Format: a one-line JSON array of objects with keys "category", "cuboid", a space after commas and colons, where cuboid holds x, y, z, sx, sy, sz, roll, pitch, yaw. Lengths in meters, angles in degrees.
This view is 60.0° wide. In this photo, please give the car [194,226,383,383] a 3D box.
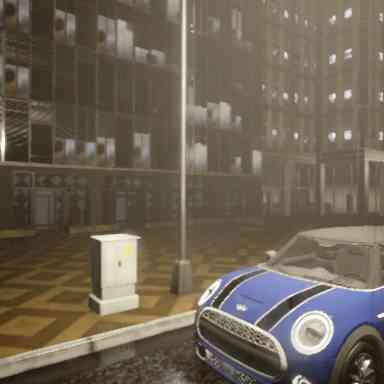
[{"category": "car", "cuboid": [2.234, 1.362, 4.948, 4.553, 1.767, 2.097, 0, 0, -35]}]
